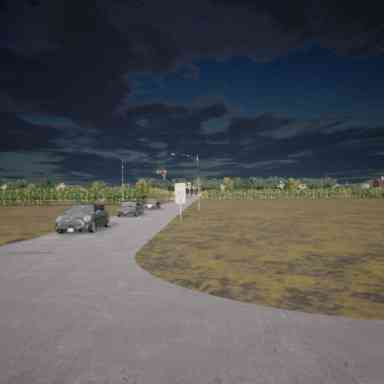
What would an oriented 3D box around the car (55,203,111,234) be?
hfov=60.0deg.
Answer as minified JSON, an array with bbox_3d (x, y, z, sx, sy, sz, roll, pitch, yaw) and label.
[{"bbox_3d":[-6.567,1.508,20.389,2.097,1.767,4.553,-2,0,2],"label":"car"}]

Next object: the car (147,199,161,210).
[{"bbox_3d":[-5.672,1.785,47.641,2.128,1.511,4.902,-2,0,2],"label":"car"}]

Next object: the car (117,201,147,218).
[{"bbox_3d":[-6.162,1.719,33.277,1.837,1.490,4.892,-2,-1,2],"label":"car"}]
